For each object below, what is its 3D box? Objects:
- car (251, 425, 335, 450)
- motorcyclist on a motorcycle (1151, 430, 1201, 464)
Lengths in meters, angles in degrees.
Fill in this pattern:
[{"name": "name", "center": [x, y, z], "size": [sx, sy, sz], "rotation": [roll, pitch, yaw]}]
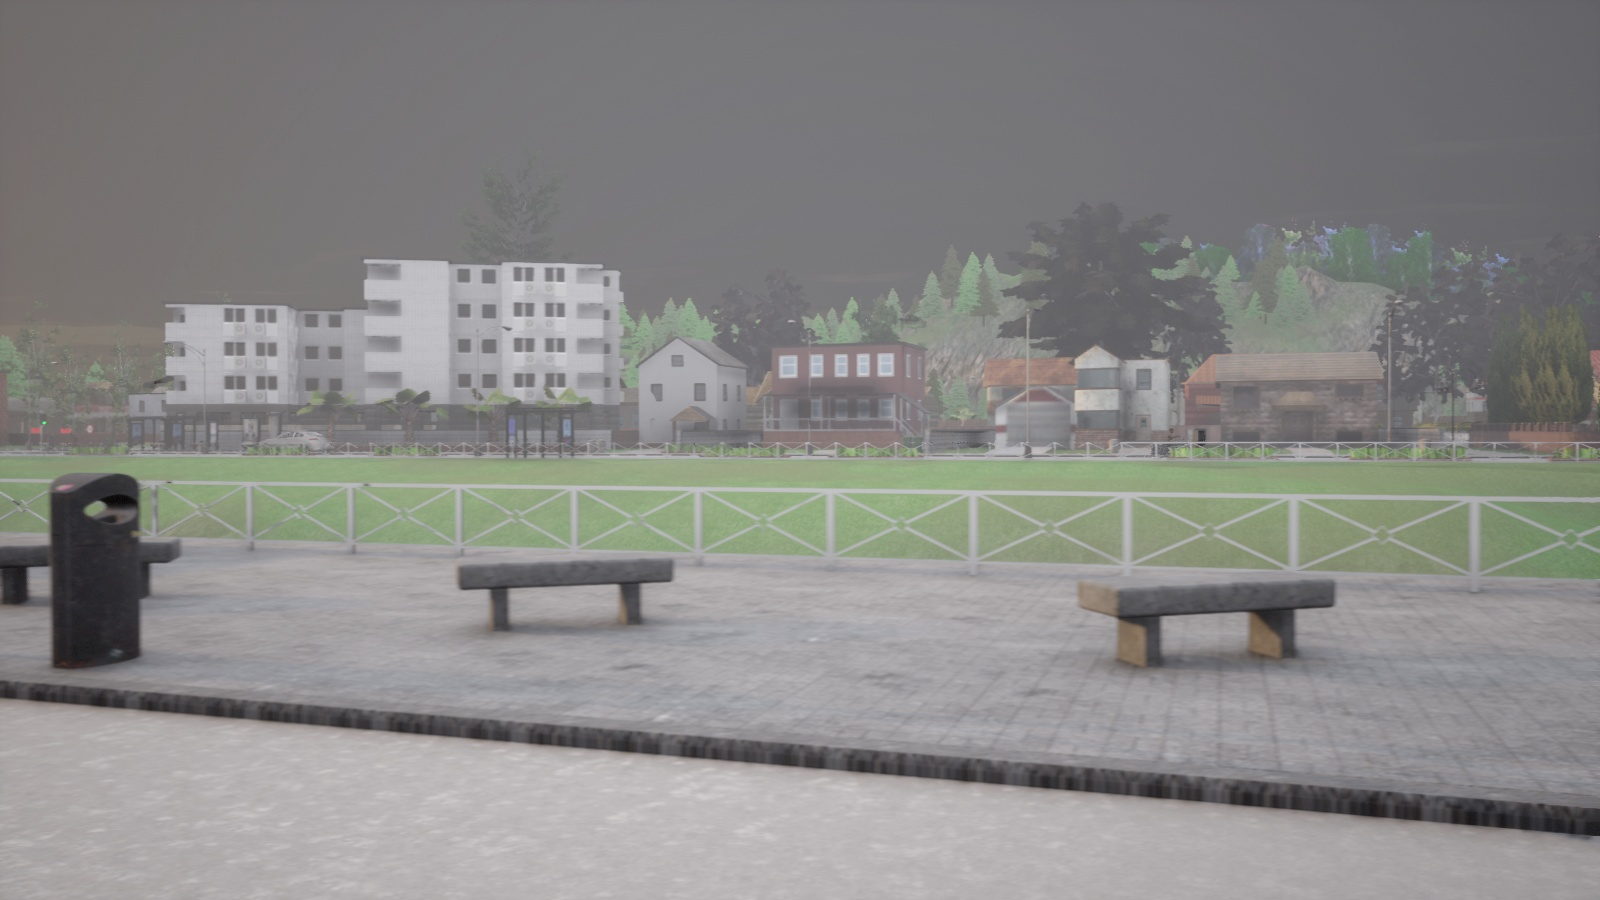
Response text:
[{"name": "car", "center": [-34.107, -0.876, 84.512], "size": [5.027, 1.651, 2.152], "rotation": [1, 1, 19]}, {"name": "motorcyclist on a motorcycle", "center": [18.720, -0.154, 62.508], "size": [2.350, 1.649, 0.766], "rotation": [1, 1, 19]}]
